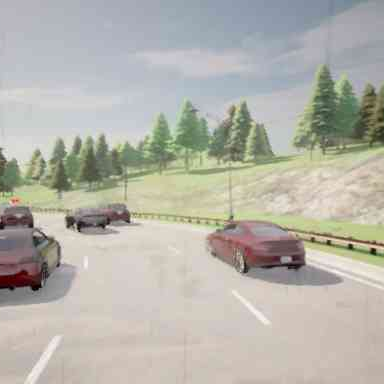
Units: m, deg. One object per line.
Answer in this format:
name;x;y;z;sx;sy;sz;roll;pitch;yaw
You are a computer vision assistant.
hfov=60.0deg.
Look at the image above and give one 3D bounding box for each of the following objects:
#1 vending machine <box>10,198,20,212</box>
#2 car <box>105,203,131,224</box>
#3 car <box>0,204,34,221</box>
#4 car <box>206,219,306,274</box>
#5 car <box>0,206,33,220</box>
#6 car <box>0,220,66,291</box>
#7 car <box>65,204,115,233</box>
vending machine;-27.201;2.033;51.059;0.880;2.100;1.100;-1;-1;32
car;-6.980;1.718;27.858;2.097;1.767;4.553;0;-1;-38
car;-13.301;1.759;24.629;2.097;1.767;4.553;0;-1;-39
car;1.878;1.616;10.879;1.812;1.442;4.674;0;-1;-14
car;-18.886;2.182;35.375;4.718;1.301;1.895;-1;-1;42
car;-4.912;1.717;9.290;1.994;1.385;4.181;0;-1;-14
car;-7.272;1.807;22.491;2.128;1.511;4.902;0;-1;-33
